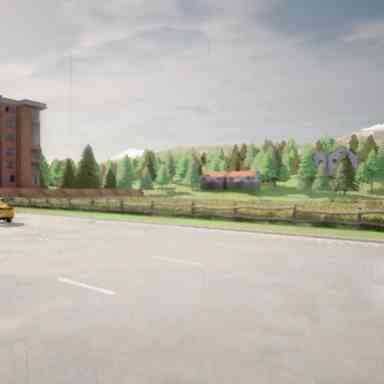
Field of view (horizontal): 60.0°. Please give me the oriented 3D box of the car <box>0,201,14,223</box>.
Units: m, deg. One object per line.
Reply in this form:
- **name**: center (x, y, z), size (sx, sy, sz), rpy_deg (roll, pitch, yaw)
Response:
- **car**: center (-14.036, 1.297, 22.585), size (5.008, 1.535, 1.882), rpy_deg (0, 0, 35)
